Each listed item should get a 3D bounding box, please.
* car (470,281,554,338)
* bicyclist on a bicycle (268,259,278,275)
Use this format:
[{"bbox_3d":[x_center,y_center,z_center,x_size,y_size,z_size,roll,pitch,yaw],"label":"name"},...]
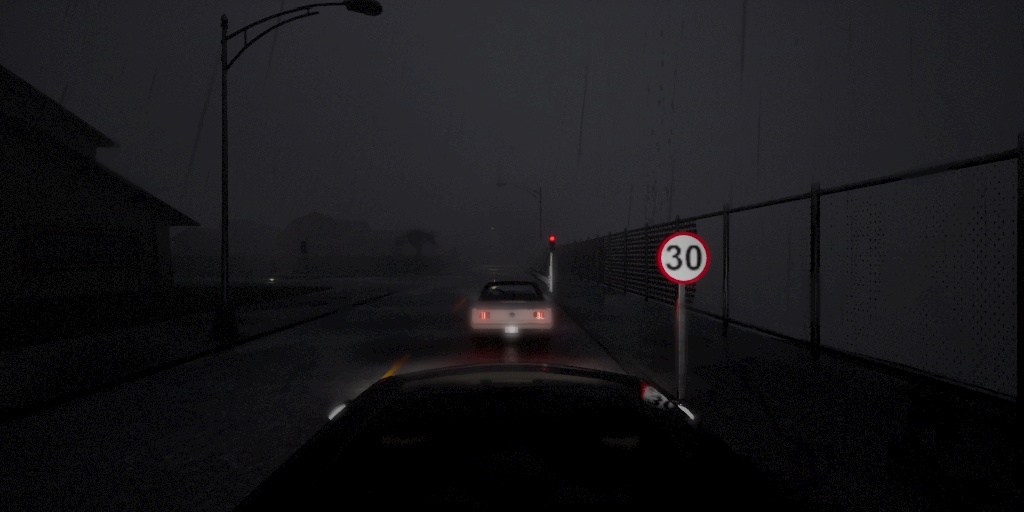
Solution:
[{"bbox_3d":[-0.002,1.351,10.186,1.895,1.301,4.718,0,0,0],"label":"car"},{"bbox_3d":[-24.322,1.099,36.495,0.582,1.620,1.656,0,0,0],"label":"bicyclist on a bicycle"}]
